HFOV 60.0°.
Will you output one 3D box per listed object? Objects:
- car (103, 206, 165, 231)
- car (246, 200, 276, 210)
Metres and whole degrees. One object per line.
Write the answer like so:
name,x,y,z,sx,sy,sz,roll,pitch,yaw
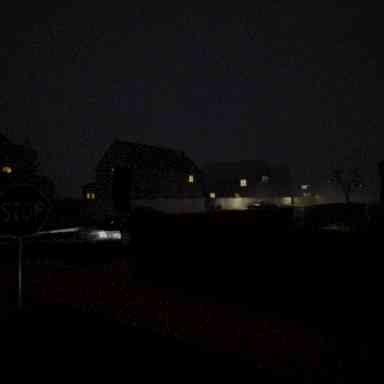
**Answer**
car,-3.463,1.585,20.798,1.994,1.385,4.181,1,0,35
car,7.596,1.635,36.391,2.128,1.511,4.902,1,0,35
